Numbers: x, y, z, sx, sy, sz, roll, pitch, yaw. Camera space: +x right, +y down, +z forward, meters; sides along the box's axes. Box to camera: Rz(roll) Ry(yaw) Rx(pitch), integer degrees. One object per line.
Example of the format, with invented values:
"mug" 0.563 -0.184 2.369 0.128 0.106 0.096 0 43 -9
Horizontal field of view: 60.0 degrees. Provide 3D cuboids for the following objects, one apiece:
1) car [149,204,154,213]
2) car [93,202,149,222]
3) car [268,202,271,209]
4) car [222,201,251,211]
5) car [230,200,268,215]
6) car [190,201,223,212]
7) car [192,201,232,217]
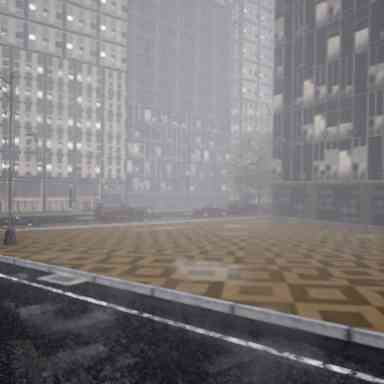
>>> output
"car" -7.025 2.046 42.713 4.403 1.369 2.008 0 1 -34
"car" -7.250 1.912 33.006 5.009 1.841 2.192 0 1 -34
"car" 11.687 2.176 55.521 4.206 1.307 1.802 0 1 -34
"car" 7.010 2.135 52.319 4.313 1.339 1.947 0 1 -34
"car" 6.784 1.987 42.611 5.009 1.841 2.192 0 1 -34
"car" 2.191 2.069 49.020 4.829 1.417 1.752 0 1 -34
"car" 2.103 2.191 39.412 4.507 1.381 1.887 0 1 -34
